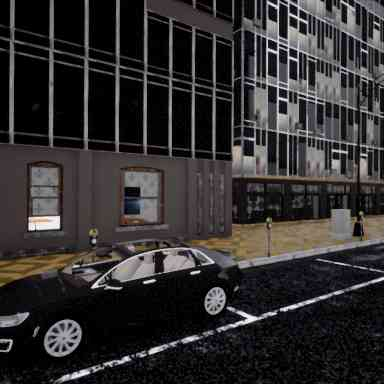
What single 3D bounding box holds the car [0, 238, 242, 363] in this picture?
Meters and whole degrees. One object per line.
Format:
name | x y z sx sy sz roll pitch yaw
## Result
car | -1.072 1.551 5.786 4.403 1.369 2.008 0 0 -35
